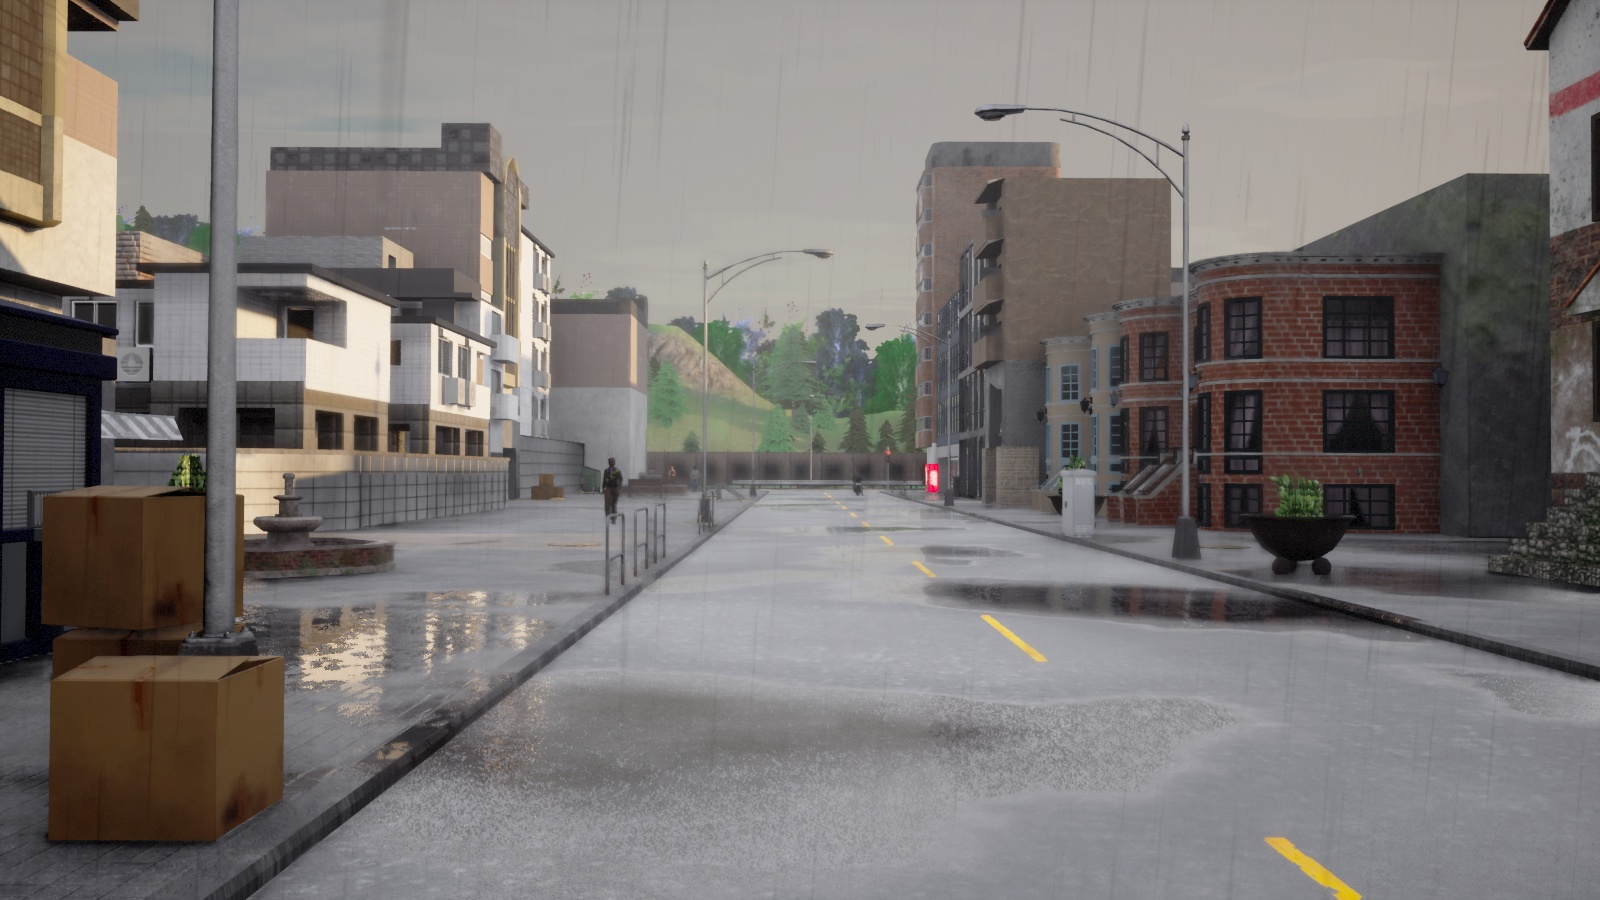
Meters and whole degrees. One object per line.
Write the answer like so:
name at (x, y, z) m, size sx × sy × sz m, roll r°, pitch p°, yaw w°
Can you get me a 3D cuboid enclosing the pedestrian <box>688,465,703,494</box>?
pedestrian at (-6.824, 1.922, 81.796) m, size 0.874 × 1.855 × 0.900 m, roll 0°, pitch -1°, yaw -10°
